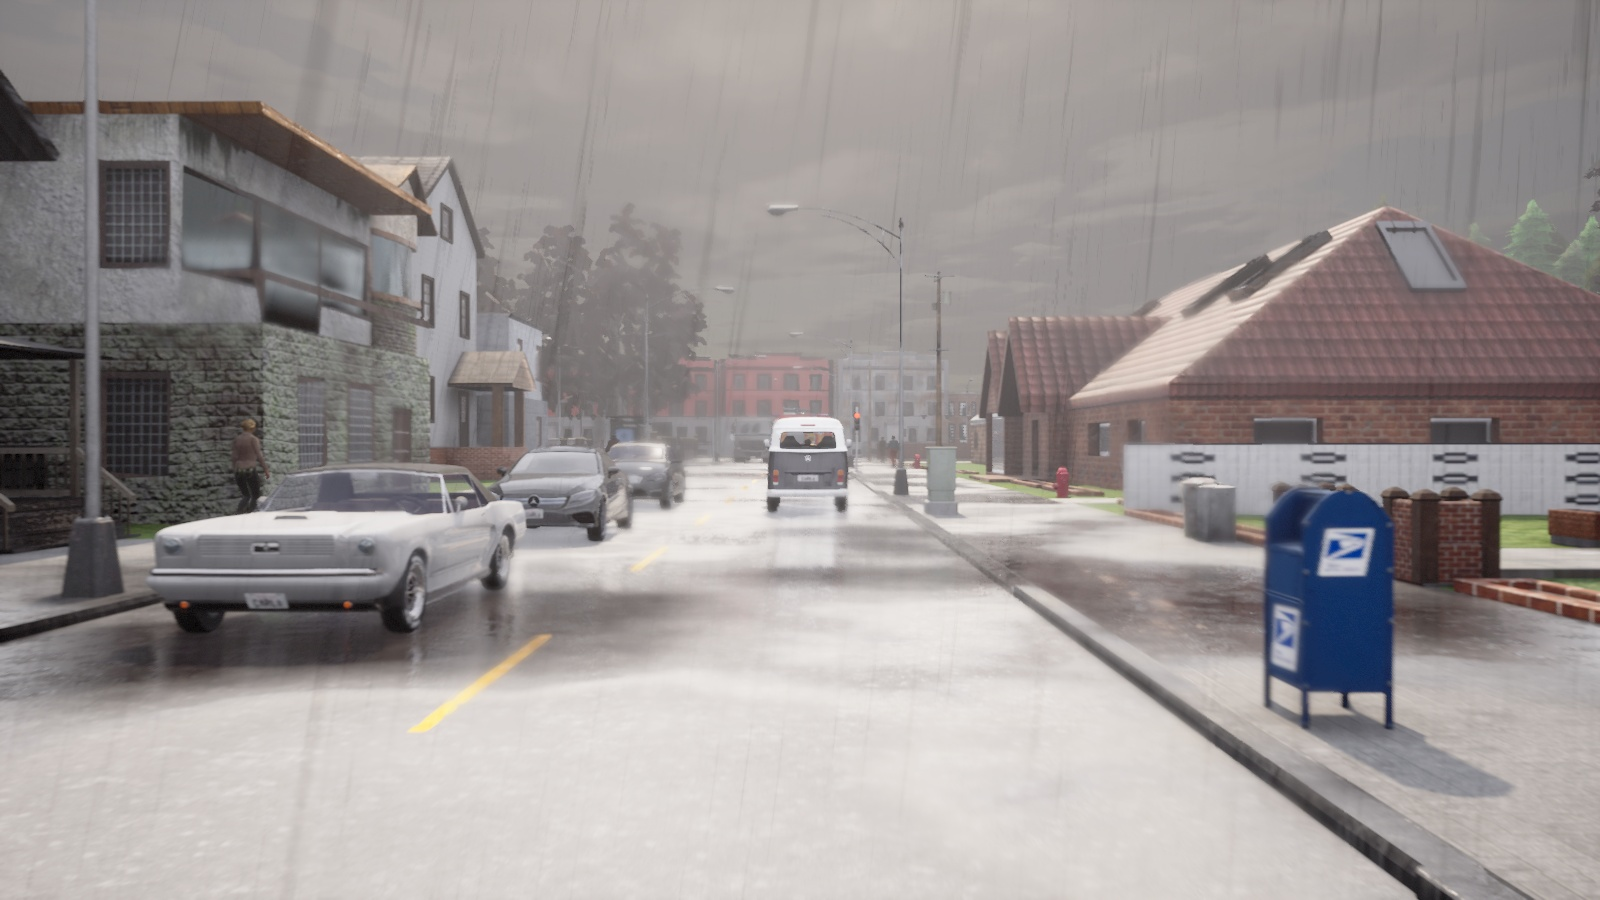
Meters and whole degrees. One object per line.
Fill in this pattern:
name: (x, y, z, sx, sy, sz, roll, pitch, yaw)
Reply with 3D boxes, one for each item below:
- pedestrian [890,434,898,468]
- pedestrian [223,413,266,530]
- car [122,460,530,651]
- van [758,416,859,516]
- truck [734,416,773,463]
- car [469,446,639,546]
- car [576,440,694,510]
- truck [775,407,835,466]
pedestrian: (5.194, 0.063, 69.515, 0.353, 1.847, 0.614, 0, 0, -2)
pedestrian: (-8.944, 0.335, 20.229, 0.331, 1.846, 0.634, 0, 0, 10)
car: (-3.919, 0.779, 11.393, 1.895, 1.301, 4.718, 0, 0, 0)
van: (0.181, 0.312, 27.973, 2.069, 2.038, 4.480, 0, 0, 0)
truck: (-3.513, -0.781, 96.291, 2.891, 3.462, 7.936, 0, 0, -1)
car: (-3.865, 0.653, 20.531, 1.812, 1.442, 4.674, 0, 0, 0)
car: (-3.809, 0.532, 29.806, 2.128, 1.511, 4.902, 0, 0, 0)
truck: (0.440, -0.904, 86.261, 2.891, 3.827, 8.468, 0, 0, 9)
